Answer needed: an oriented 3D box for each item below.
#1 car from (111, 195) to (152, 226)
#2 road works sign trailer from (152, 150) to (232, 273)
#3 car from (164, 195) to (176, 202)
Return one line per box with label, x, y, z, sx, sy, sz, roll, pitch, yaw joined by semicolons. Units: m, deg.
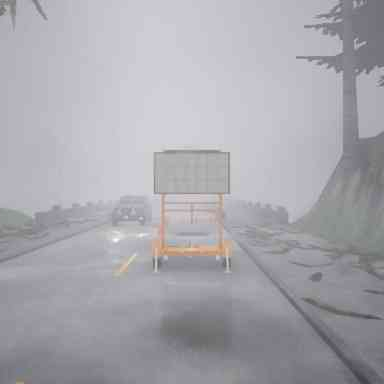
car;-4.108;1.223;23.445;2.150;2.045;5.566;0;0;0
road works sign trailer;-0.004;0.464;10.650;2.380;3.560;2.880;0;0;0
car;-4.022;1.358;62.051;2.097;1.767;4.553;0;-1;0
